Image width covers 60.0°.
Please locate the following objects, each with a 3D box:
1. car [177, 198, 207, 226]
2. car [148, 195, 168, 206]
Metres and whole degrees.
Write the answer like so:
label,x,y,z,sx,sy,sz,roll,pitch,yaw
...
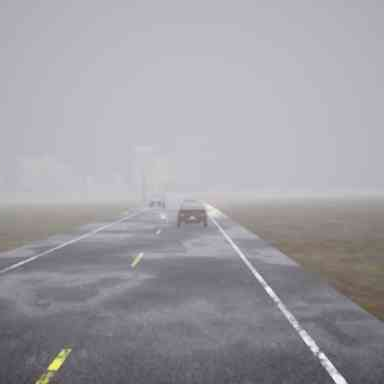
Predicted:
label,x,y,z,sx,sy,sz,roll,pitch,yaw
car,0.001,1.383,22.320,1.882,1.535,5.008,0,0,0
car,-3.749,0.985,36.903,1.882,1.535,5.008,0,0,-1
